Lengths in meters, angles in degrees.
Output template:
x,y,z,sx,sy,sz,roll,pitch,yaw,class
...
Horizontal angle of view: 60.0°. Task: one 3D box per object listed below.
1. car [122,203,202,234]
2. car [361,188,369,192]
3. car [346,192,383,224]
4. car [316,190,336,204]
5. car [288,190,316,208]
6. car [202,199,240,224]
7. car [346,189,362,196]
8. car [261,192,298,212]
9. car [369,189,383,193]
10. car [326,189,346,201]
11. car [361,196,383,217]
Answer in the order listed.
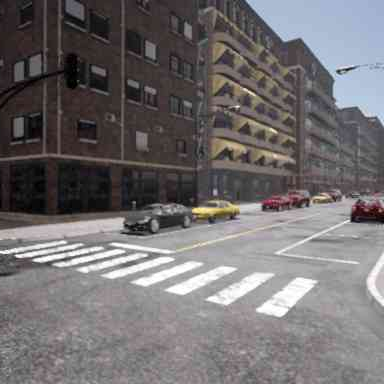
x,y,z,sx,sy,sz,roll,pitch,yaw,class
-1.651,1.254,17.237,2.008,1.369,4.403,2,2,35,car
39.784,0.026,76.575,2.192,1.841,5.009,2,2,35,car
11.577,1.058,21.541,1.967,1.590,4.097,2,2,35,car
17.375,0.768,44.487,1.752,1.417,4.829,2,2,35,car
11.100,0.708,35.491,2.192,1.841,5.009,2,2,35,car
1.439,1.153,21.662,1.752,1.417,4.829,2,2,35,car
30.220,0.502,62.887,1.947,1.339,4.313,2,2,35,car
7.911,1.015,30.932,1.887,1.381,4.507,2,2,35,car
28.893,0.480,50.887,2.097,1.767,4.553,1,1,35,car
20.661,0.479,49.186,2.192,1.841,5.009,2,2,35,car
14.763,1.091,26.108,2.008,1.369,4.403,2,2,35,car
